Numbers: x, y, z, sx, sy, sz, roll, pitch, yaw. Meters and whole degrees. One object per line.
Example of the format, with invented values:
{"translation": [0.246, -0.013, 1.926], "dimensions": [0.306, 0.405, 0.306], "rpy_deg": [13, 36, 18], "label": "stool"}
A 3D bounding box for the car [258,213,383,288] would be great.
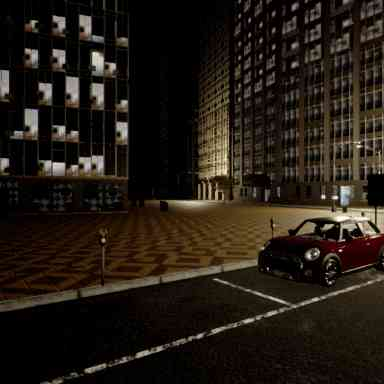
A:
{"translation": [3.710, 1.439, 9.208], "dimensions": [4.097, 1.590, 1.967], "rpy_deg": [0, 0, -36], "label": "car"}
